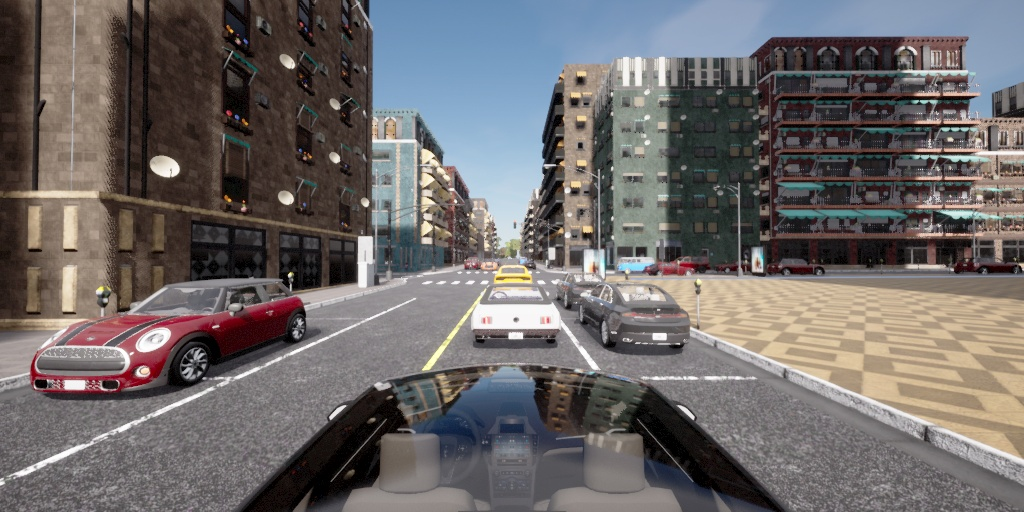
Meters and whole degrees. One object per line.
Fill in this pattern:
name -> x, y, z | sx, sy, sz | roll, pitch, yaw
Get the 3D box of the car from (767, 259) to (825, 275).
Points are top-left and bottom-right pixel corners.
car -> 24.699, 0.935, 31.185 | 4.097, 1.591, 1.967 | 0, 0, 0

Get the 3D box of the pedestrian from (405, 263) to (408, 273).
pedestrian -> -12.618, 1.097, 42.714 | 0.375, 1.860, 0.375 | 0, 0, 0

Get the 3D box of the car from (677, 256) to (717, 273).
car -> 19.215, 0.977, 39.593 | 5.009, 1.841, 2.192 | 0, 0, 0

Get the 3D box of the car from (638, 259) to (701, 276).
car -> 13.644, 1.163, 31.240 | 4.207, 1.307, 1.802 | 0, 0, 0

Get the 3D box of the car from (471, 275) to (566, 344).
car -> 0.082, 1.353, 9.603 | 1.895, 1.301, 4.718 | 0, 0, 0

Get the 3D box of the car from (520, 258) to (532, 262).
car -> 2.580, 1.334, 52.782 | 1.948, 1.339, 4.313 | 0, 0, 0

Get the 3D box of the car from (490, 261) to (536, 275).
car -> 0.055, 1.233, 19.056 | 1.882, 1.535, 5.008 | 0, 0, 0

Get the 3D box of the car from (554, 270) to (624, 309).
car -> 2.793, 1.304, 14.590 | 2.007, 1.370, 4.403 | 0, 0, 0

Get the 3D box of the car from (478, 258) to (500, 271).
car -> -3.076, 1.119, 48.759 | 2.097, 1.767, 4.553 | 0, 0, -3

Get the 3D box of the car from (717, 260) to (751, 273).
car -> 24.743, 1.165, 39.565 | 4.507, 1.381, 1.888 | 0, 0, 0

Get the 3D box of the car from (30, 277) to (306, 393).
car -> -5.830, 1.191, 6.765 | 1.967, 1.591, 4.097 | 0, 0, 0

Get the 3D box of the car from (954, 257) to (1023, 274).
car -> 41.281, 0.811, 31.102 | 4.097, 1.591, 1.967 | 0, 0, 0

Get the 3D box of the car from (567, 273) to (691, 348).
car -> 2.805, 1.303, 9.020 | 2.007, 1.370, 4.403 | 0, 0, 0

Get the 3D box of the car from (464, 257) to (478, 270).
car -> -5.800, 1.083, 52.804 | 2.192, 1.841, 5.009 | 0, 0, 0

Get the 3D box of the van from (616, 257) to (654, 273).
van -> 13.688, 1.046, 39.620 | 3.998, 1.789, 1.690 | 0, 0, 0
